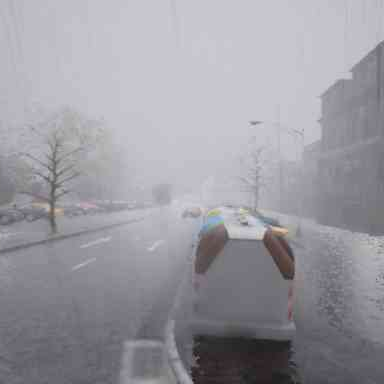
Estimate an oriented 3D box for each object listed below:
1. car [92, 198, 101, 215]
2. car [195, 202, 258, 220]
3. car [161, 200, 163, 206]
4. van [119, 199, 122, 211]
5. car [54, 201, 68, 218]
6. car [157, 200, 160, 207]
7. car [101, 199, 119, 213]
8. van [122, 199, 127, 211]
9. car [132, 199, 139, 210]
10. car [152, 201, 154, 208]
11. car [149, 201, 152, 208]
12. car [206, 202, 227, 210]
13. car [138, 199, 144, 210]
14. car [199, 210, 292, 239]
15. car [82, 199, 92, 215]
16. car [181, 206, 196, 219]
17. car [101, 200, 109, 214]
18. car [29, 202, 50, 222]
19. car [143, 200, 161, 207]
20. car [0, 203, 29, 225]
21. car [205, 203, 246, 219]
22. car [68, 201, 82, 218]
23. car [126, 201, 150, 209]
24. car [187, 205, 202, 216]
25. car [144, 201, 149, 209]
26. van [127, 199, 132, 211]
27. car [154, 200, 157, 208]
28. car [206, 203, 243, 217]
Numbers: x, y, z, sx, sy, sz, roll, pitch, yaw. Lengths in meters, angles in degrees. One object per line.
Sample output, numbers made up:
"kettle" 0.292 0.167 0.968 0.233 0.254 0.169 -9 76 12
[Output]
"car" -13.698 1.863 40.152 4.553 1.767 2.185 2 -1 -17
"car" 3.452 2.042 23.050 5.566 2.045 2.435 4 -2 -16
"car" -11.274 3.390 90.574 5.008 1.535 2.097 2 -1 -19
"van" -13.099 2.017 49.097 4.442 1.987 1.878 2 -2 -17
"car" -14.481 1.702 30.346 5.366 1.575 1.946 2 -1 -17
"car" -11.451 3.260 84.639 4.792 1.488 2.163 2 -1 -18
"car" -13.409 1.902 46.081 5.566 2.045 2.435 2 -1 -17
"van" -12.931 2.100 52.068 4.442 1.987 1.878 2 -2 -17
"car" -12.530 2.493 58.023 5.366 1.575 1.946 2 -2 -17
"car" -11.718 2.864 75.783 4.553 1.767 2.185 2 -1 -17
"car" -11.866 2.827 69.902 5.366 1.575 1.946 2 -2 -17
"car" 7.022 4.038 95.214 5.566 2.045 2.435 4 -1 -20
"car" -12.343 2.687 63.919 4.792 1.488 2.163 2 -2 -17
"car" 3.404 2.200 20.067 5.366 1.575 1.946 4 -2 -16
"car" -13.934 1.777 37.171 4.553 1.767 2.185 2 -2 -17
"car" -0.172 2.655 41.536 1.812 1.442 4.674 2 -2 4
"car" -13.565 2.111 43.116 4.674 1.452 2.002 2 -2 -17
"car" -14.498 1.618 27.018 4.892 1.521 2.231 2 -1 -17
"car" -11.266 3.342 93.532 4.553 1.767 2.185 2 -2 -19
"car" -14.710 1.521 23.632 4.892 1.521 2.231 2 -2 -17
"car" 5.080 2.813 50.086 5.566 2.045 2.435 4 -2 -17
"car" -14.081 1.839 33.802 4.792 1.488 2.163 2 -2 -17
"car" -11.885 2.907 72.807 4.892 1.521 2.231 2 -1 -17
"car" 0.418 2.923 52.390 2.128 1.511 4.902 2 -1 3
"car" -12.220 2.488 66.872 5.566 2.045 2.435 2 -1 -17
"van" -12.762 2.184 55.041 4.442 1.987 1.878 2 -2 -17
"car" -11.616 3.070 78.733 5.008 1.535 2.097 2 -1 -17
"car" 5.429 2.981 56.082 5.566 2.045 2.435 4 -2 -17
